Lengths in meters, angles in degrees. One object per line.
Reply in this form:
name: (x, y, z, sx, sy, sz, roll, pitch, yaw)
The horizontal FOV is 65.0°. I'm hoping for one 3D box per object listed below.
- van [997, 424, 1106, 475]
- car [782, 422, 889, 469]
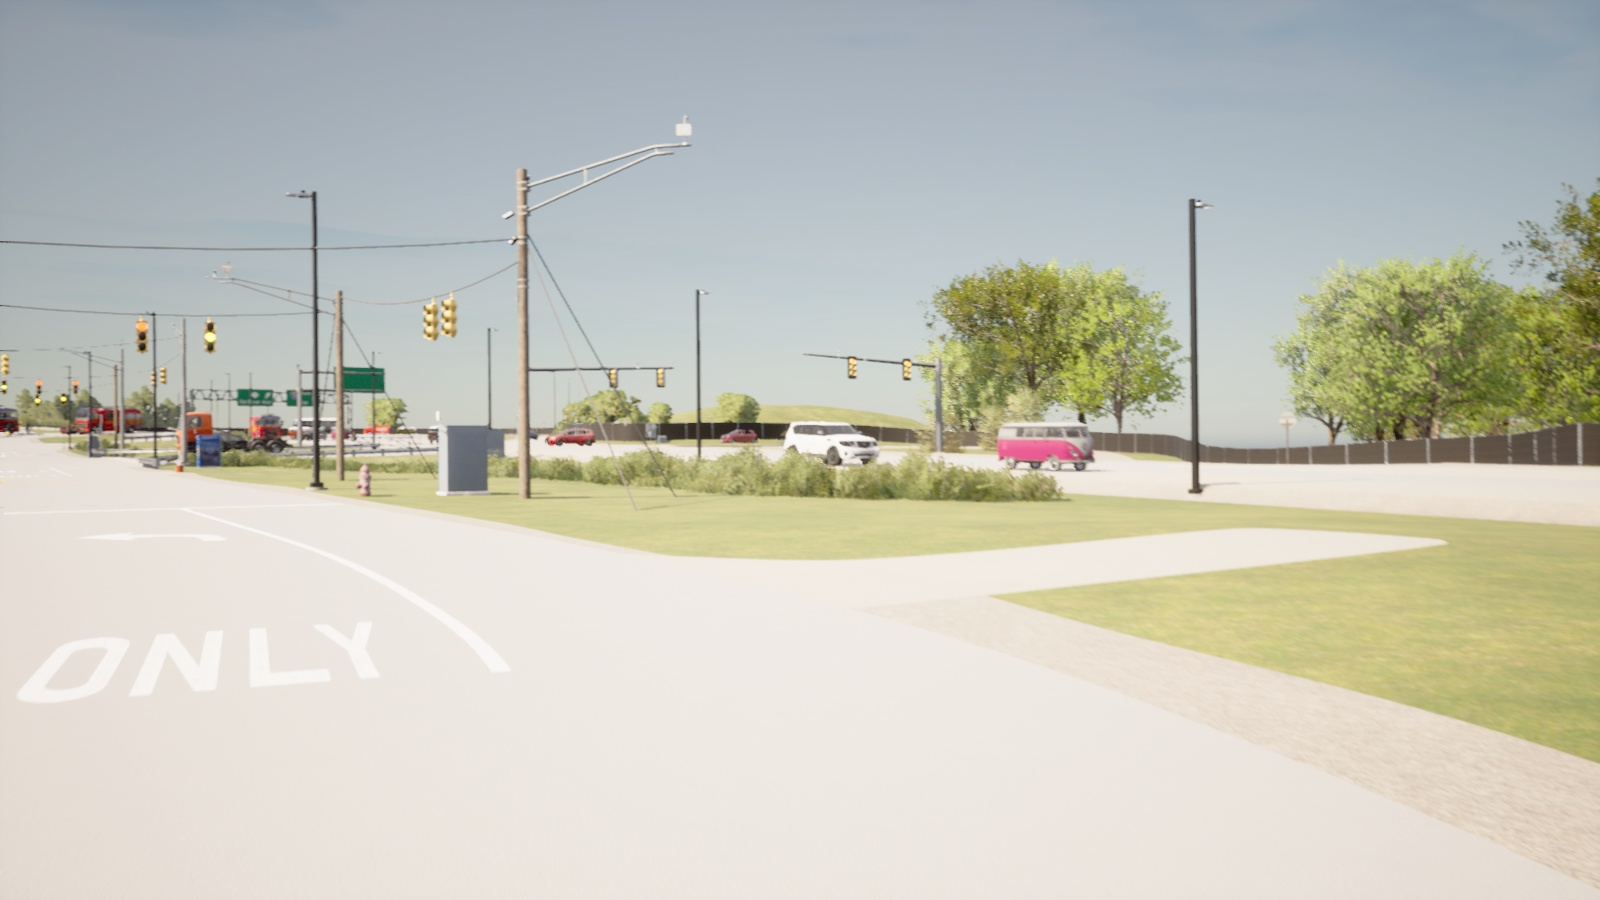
van: (10.224, -0.061, 51.382, 1.775, 1.987, 4.442, 0, 1, -33)
car: (1.555, -0.244, 58.244, 2.150, 2.045, 5.566, 0, 1, -33)
